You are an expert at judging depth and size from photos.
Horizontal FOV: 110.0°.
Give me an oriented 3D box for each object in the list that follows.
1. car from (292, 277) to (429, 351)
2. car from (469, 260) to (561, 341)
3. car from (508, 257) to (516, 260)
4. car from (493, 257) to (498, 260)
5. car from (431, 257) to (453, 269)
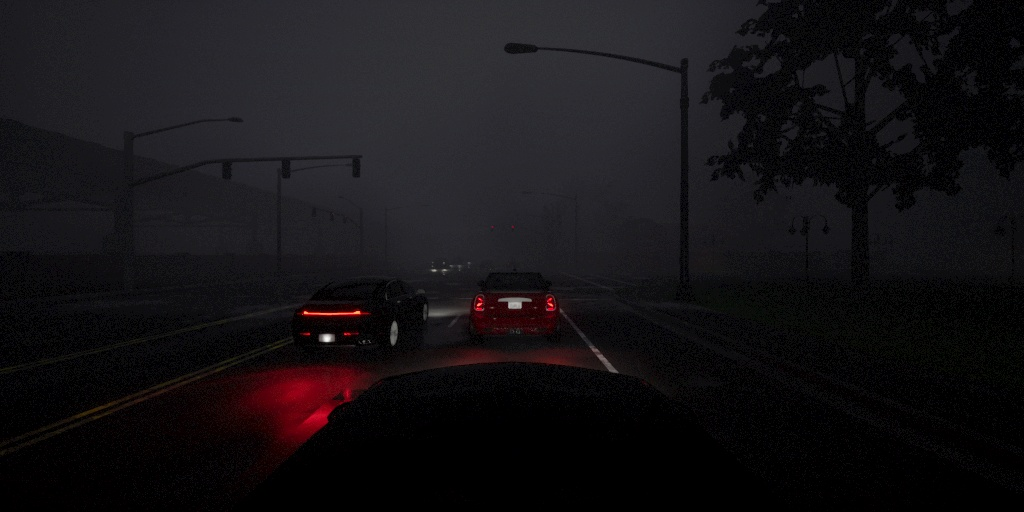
[{"bbox_3d":[-3.421,1.255,8.997,1.837,1.490,4.892,0,0,-1],"label":"car"},{"bbox_3d":[0.075,1.102,9.990,2.097,1.767,4.553,0,0,0],"label":"car"},{"bbox_3d":[0.079,1.197,46.673,2.128,1.511,4.902,0,0,0],"label":"car"},{"bbox_3d":[-3.424,1.243,50.887,1.994,1.385,4.181,0,0,0],"label":"car"},{"bbox_3d":[-10.595,1.011,53.432,2.097,1.767,4.553,0,1,0],"label":"car"}]
